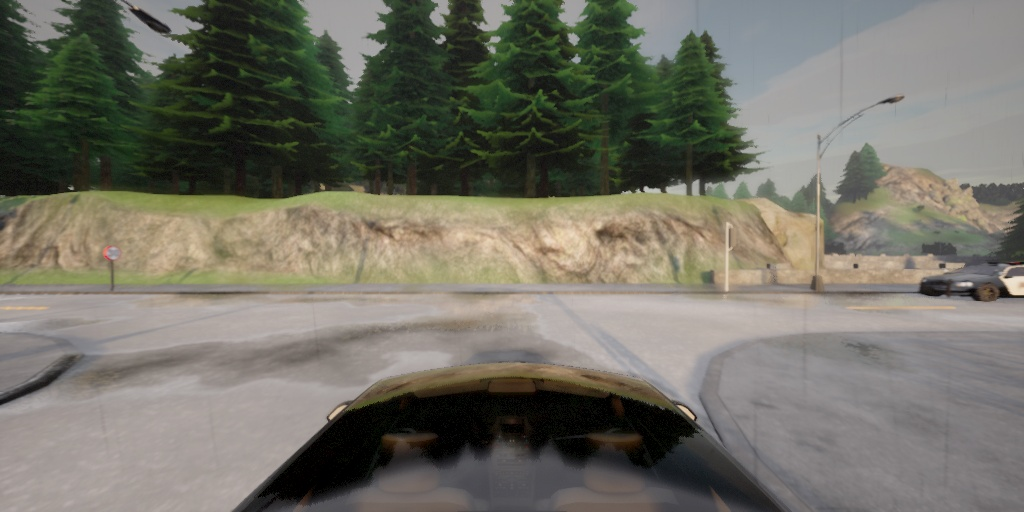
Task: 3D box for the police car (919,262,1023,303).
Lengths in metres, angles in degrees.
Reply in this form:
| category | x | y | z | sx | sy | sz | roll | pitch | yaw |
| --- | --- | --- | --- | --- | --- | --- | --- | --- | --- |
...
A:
| category | x | y | z | sx | sy | sz | roll | pitch | yaw |
| --- | --- | --- | --- | --- | --- | --- | --- | --- | --- |
| police car | 19.510 | 1.032 | 14.496 | 4.974 | 1.542 | 2.038 | 0 | 1 | 0 |
